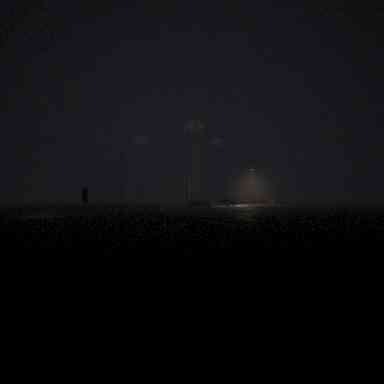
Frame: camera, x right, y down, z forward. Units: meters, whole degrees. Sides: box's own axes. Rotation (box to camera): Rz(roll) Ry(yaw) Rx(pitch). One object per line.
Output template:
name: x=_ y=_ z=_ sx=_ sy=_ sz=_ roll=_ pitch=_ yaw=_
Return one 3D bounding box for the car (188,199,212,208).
car: x=1.435 y=1.951 z=58.150 sx=2.033 sy=1.411 sz=5.357 roll=0 pitch=0 yaw=36

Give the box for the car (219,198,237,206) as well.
car: x=7.134 y=1.969 z=66.185 sx=1.837 sy=1.490 sz=4.892 roll=0 pitch=0 yaw=36
